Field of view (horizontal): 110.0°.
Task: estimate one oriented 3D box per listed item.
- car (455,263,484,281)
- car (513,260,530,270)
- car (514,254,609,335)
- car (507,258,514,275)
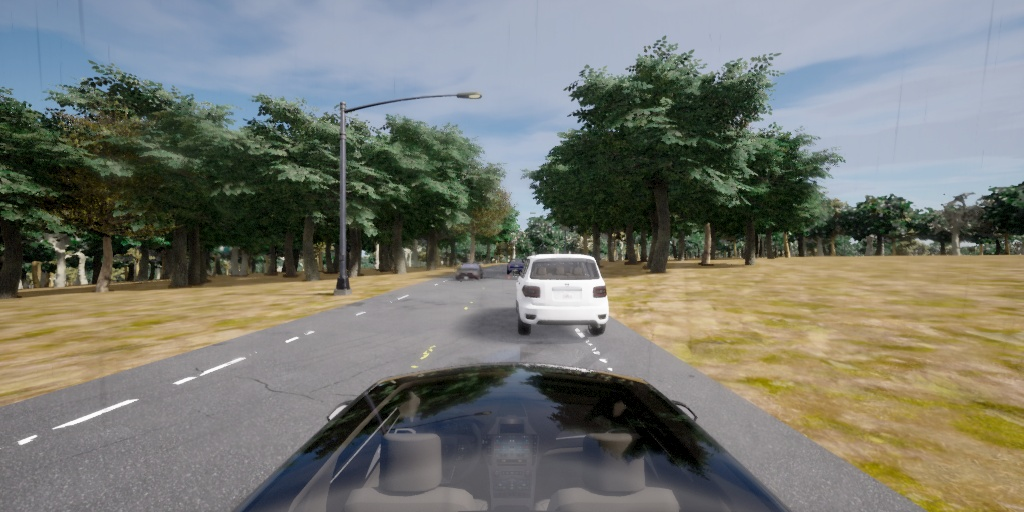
[{"bbox_3d":[-3.363,1.264,29.478,2.033,1.411,5.357,0,0,1],"label":"car"},{"bbox_3d":[1.385,1.226,49.313,1.895,1.301,4.718,0,0,7],"label":"car"},{"bbox_3d":[1.226,0.972,10.648,2.150,2.045,5.566,0,0,0],"label":"car"},{"bbox_3d":[0.623,1.030,39.159,2.097,1.767,4.553,0,0,4],"label":"car"}]
